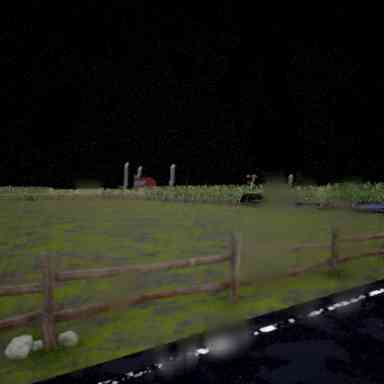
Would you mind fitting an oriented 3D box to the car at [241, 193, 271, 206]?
[{"bbox_3d":[10.788,1.290,56.455,2.150,2.045,5.566,2,-1,-35],"label":"car"}]

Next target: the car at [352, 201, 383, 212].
[{"bbox_3d":[22.263,1.743,40.136,2.033,1.411,5.357,2,-1,-35],"label":"car"}]

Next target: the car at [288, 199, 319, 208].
[{"bbox_3d":[17.374,1.789,52.195,1.895,1.301,4.718,2,-1,-35],"label":"car"}]
